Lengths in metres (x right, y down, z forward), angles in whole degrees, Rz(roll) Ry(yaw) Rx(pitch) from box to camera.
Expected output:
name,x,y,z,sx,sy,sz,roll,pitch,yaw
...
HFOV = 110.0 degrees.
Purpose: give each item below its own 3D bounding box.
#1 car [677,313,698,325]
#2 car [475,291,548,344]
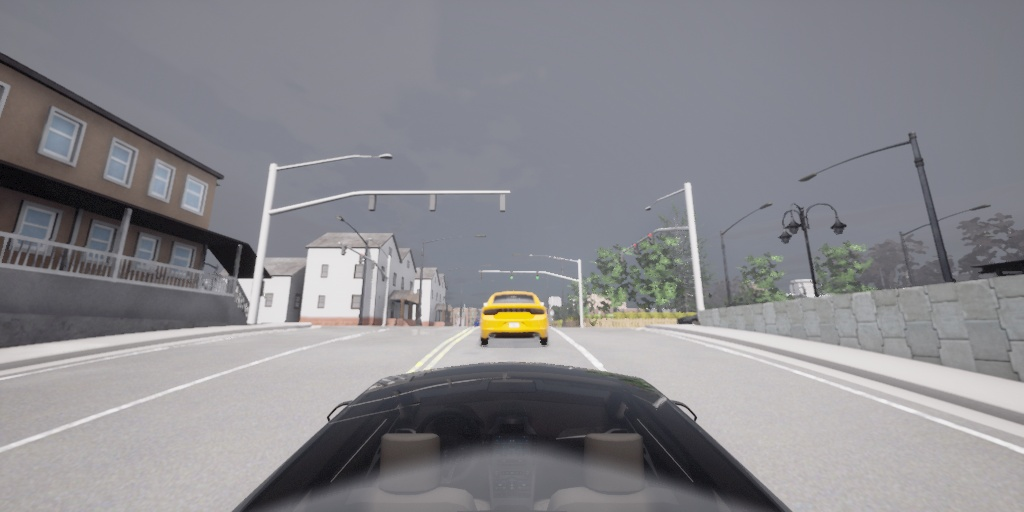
name,x,y,z,sx,sy,sz,roll,pitch,yaw
car,16.469,5.333,30.139,5.008,1.535,1.882,0,-12,1
car,0.062,1.914,11.714,1.882,1.535,5.008,-1,-7,0
